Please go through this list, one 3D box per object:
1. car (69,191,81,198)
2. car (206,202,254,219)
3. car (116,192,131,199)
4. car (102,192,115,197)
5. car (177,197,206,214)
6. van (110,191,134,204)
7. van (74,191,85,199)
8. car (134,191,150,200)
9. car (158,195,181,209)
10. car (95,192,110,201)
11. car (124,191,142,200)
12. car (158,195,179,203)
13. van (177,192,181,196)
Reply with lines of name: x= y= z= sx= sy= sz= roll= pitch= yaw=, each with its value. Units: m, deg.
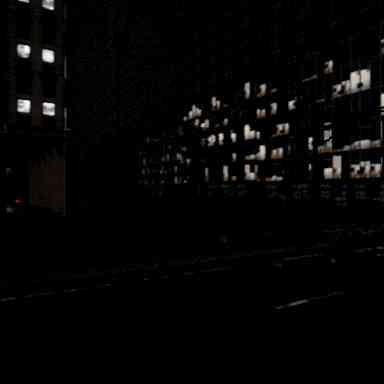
car: x=-28.933 y=0.611 z=82.274 sx=1.967 sy=1.590 sz=4.097 roll=0 pitch=1 yaw=-31
car: x=3.432 y=1.533 z=28.790 sx=1.947 sy=1.339 sz=4.313 roll=0 pitch=1 yaw=-31
car: x=-15.867 y=0.709 z=76.915 sx=1.967 sy=1.590 sz=4.097 roll=0 pitch=1 yaw=-31
car: x=-21.773 y=0.673 z=86.628 sx=2.008 sy=1.369 sz=4.403 roll=0 pitch=1 yaw=-31
car: x=0.494 y=1.478 z=33.657 sx=1.802 sy=1.307 sz=4.206 roll=0 pitch=1 yaw=-31
van: x=-11.217 y=0.951 z=53.136 sx=1.690 sy=1.788 sz=3.998 roll=0 pitch=1 yaw=-31
van: x=-25.980 y=0.586 z=77.418 sx=1.690 sy=1.788 sz=3.998 roll=0 pitch=1 yaw=-31
car: x=-9.963 y=0.998 z=67.204 sx=1.802 sy=1.307 sz=4.206 roll=0 pitch=1 yaw=-31
car: x=-2.409 y=1.391 z=38.543 sx=1.947 sy=1.339 sz=4.313 roll=0 pitch=1 yaw=-31
car: x=-17.125 y=1.015 z=62.851 sx=2.008 sy=1.369 sz=4.403 roll=0 pitch=1 yaw=-31
car: x=-12.914 y=0.657 z=72.058 sx=2.192 sy=1.841 sz=5.009 roll=0 pitch=1 yaw=-31
car: x=-4.058 y=1.143 z=57.491 sx=1.802 sy=1.307 sz=4.206 roll=0 pitch=1 yaw=-31
van: x=-1.104 y=0.975 z=52.632 sx=1.690 sy=1.788 sz=3.998 roll=0 pitch=1 yaw=-31
